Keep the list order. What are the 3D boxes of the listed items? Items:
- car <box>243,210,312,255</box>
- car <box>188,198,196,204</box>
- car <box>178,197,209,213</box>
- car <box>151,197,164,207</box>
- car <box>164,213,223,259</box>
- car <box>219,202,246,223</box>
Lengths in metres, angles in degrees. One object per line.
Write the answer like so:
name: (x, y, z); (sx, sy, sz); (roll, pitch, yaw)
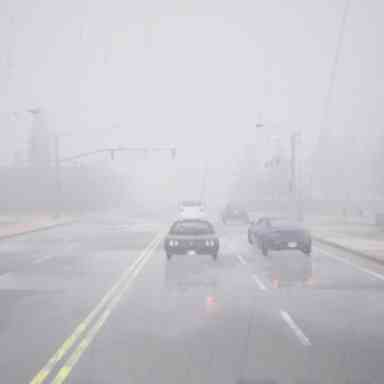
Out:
car: (3.510, 1.679, 13.876); (1.812, 1.442, 4.674); (0, 0, 0)
car: (-0.066, 2.307, 83.884); (2.033, 1.411, 5.357); (0, -1, 0)
car: (-0.011, 1.528, 27.554); (2.150, 2.045, 5.566); (0, 0, 0)
car: (-7.055, 1.979, 68.960); (2.150, 2.045, 5.566); (0, -1, 0)
car: (0.003, 1.747, 13.231); (1.895, 1.301, 4.718); (0, -1, 0)
car: (3.500, 1.663, 28.405); (2.097, 1.767, 4.553); (0, -1, 0)
